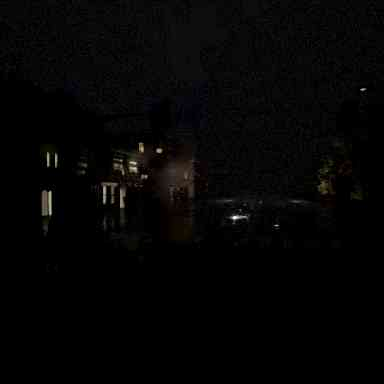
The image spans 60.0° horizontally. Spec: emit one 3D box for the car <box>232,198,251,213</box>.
[{"bbox_3d":[5.563,1.620,36.996,1.895,1.301,4.718,0,0,12],"label":"car"}]

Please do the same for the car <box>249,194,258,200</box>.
[{"bbox_3d":[13.970,1.207,75.567,2.097,1.767,4.553,0,0,12],"label":"car"}]
